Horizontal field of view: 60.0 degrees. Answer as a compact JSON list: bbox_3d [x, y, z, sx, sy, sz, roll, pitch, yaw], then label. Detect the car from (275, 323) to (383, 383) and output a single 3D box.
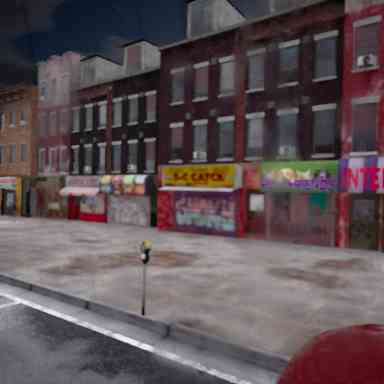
[{"bbox_3d":[2.611,1.318,0.920,5.009,1.841,2.192,0,1,36],"label":"car"}]
